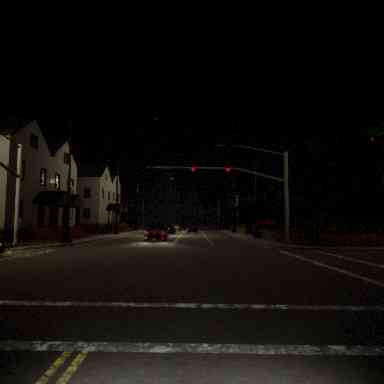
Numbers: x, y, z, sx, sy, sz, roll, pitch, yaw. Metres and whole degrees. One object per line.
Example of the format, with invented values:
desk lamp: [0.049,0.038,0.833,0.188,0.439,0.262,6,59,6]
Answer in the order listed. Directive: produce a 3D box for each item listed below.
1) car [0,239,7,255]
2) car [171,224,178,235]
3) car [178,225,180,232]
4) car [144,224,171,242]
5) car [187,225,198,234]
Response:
car: [-12.204,2.925,17.555,4.181,1.385,1.994,-4,-5,-6]
car: [-3.501,5.725,50.138,1.837,1.490,4.892,0,-6,0]
car: [-3.410,7.069,65.455,1.882,1.535,5.008,0,-5,1]
car: [-3.533,4.069,33.397,2.097,1.767,4.553,0,-5,0]
car: [0.107,6.475,57.881,2.033,1.411,5.357,0,-5,0]
